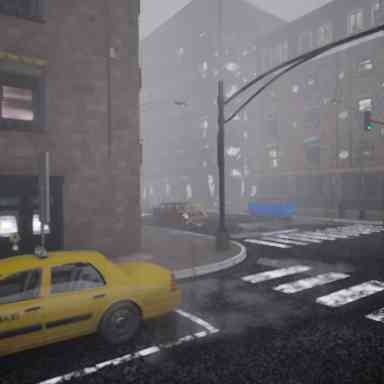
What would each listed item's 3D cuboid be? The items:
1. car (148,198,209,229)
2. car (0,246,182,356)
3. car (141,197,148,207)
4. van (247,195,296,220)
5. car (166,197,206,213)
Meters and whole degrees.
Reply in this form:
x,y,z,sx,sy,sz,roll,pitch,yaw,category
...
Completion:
x,y,z,sx,sy,sz,roll,pitch,yaw,category
-0.746,1.367,20.807,1.967,1.590,4.097,-1,1,-36,car
-2.463,1.521,4.809,4.829,1.417,1.752,0,0,-36,car
-7.241,1.336,44.045,1.887,1.381,4.507,-1,1,-36,car
6.049,1.153,25.709,1.690,1.788,3.998,-1,1,-36,van
-0.696,1.322,35.016,1.752,1.417,4.829,-1,1,-36,car
